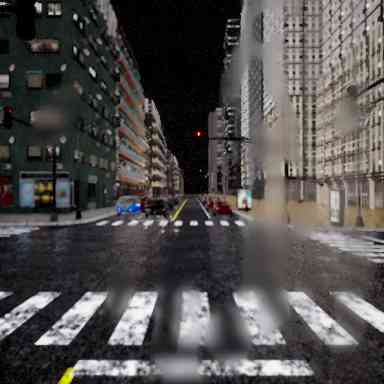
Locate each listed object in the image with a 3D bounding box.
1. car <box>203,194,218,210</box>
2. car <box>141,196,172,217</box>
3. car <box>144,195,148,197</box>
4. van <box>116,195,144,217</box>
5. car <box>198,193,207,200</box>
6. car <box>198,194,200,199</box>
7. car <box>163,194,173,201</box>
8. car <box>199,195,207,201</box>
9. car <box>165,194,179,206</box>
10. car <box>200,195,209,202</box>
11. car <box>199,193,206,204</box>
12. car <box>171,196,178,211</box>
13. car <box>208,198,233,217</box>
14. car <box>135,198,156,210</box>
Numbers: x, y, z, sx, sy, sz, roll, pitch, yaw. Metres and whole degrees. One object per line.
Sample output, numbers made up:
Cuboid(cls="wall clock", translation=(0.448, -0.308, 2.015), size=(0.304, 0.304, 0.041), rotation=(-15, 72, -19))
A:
Cuboid(cls="car", translation=(2.704, 1.336, 41.044), size=(1.967, 1.590, 4.097), rotation=(0, 0, 0))
Cuboid(cls="car", translation=(-3.086, 1.428, 29.943), size=(1.837, 1.490, 4.892), rotation=(0, 0, 0))
Cuboid(cls="car", translation=(-5.677, 1.225, 35.518), size=(2.192, 1.841, 5.009), rotation=(0, 0, 0))
Cuboid(cls="van", translation=(-5.677, 1.264, 29.991), size=(1.690, 1.788, 3.998), rotation=(0, 0, 0))
Cuboid(cls="car", translation=(2.711, 1.126, 85.265), size=(2.192, 1.841, 5.009), rotation=(0, 0, 0))
Cuboid(cls="car", translation=(2.707, 1.391, 68.682), size=(2.008, 1.369, 4.403), rotation=(0, 0, 0))
Cuboid(cls="car", translation=(-5.671, 1.261, 79.739), size=(1.967, 1.590, 4.097), rotation=(0, 0, 0))
Cuboid(cls="car", translation=(2.708, 1.402, 79.737), size=(1.802, 1.307, 4.206), rotation=(0, 0, 0))
Cuboid(cls="car", translation=(-3.079, 1.433, 52.264), size=(1.994, 1.385, 4.181), rotation=(0, 0, 0))
Cuboid(cls="car", translation=(2.708, 1.375, 74.210), size=(1.887, 1.381, 4.507), rotation=(0, 0, 0))
Cuboid(cls="car", translation=(2.706, 1.301, 57.627), size=(1.967, 1.590, 4.097), rotation=(0, 0, 0))
Cuboid(cls="car", translation=(-3.084, 1.500, 39.813), size=(1.895, 1.301, 4.718), rotation=(0, 0, 0))
Cuboid(cls="car", translation=(2.702, 1.504, 29.989), size=(1.802, 1.307, 4.206), rotation=(0, 0, 0))
Cuboid(cls="car", translation=(-5.678, 1.441, 41.047), size=(1.887, 1.381, 4.507), rotation=(0, 0, 0))
